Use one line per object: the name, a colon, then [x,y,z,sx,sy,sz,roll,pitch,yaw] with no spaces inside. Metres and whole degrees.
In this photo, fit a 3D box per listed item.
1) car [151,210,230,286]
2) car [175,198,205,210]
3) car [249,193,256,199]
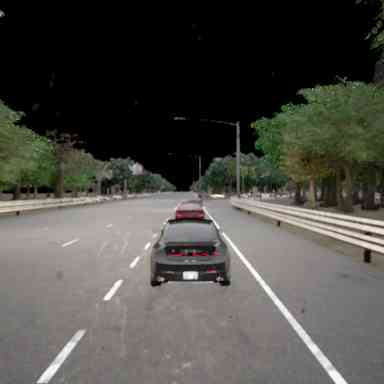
car: [-0.050,1.474,9.329,1.837,1.490,4.892,0,0,0]
car: [-0.134,1.421,21.991,1.882,1.535,5.008,0,0,0]
car: [16.771,1.097,88.153,1.837,1.490,4.892,0,0,38]
